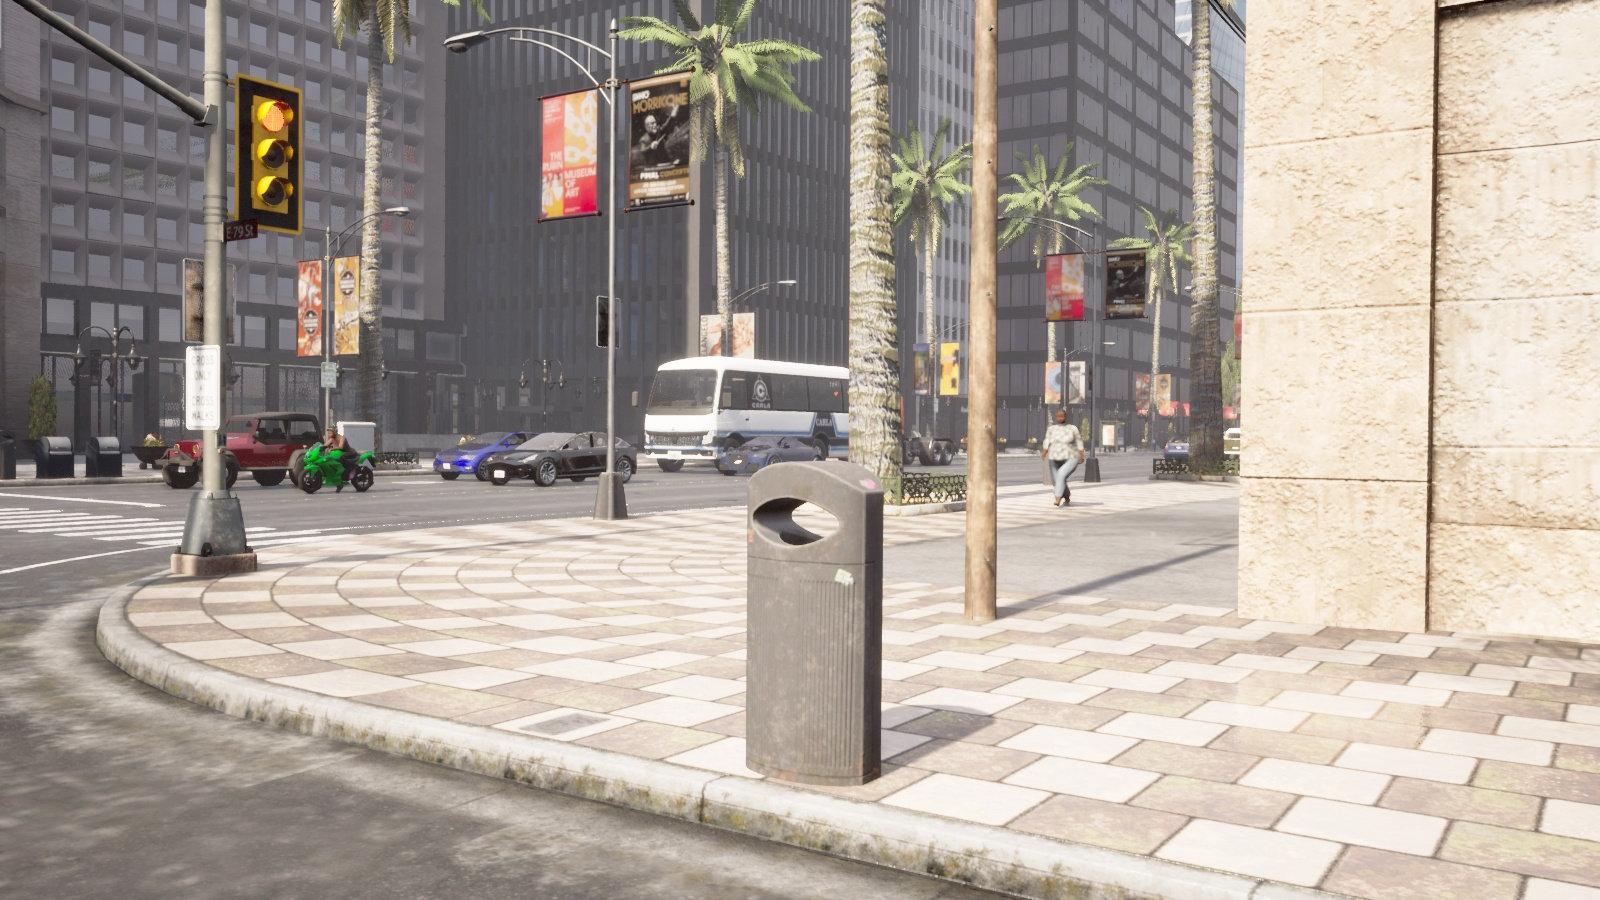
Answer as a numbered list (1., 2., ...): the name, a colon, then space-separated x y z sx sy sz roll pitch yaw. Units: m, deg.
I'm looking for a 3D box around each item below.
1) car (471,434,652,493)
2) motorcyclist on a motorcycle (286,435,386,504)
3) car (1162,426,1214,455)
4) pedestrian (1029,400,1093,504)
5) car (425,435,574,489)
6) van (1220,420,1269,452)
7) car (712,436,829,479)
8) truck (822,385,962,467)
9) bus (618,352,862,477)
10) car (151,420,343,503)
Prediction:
1. car: -6.506 0.315 34.783 2.163 1.488 4.792 0 1 33
2. motorcyclist on a motorcycle: -10.567 0.418 28.681 0.797 1.523 2.044 0 1 34
3. car: 22.347 -0.559 72.210 1.851 1.617 3.988 0 1 33
4. pedestrian: 4.777 0.031 22.963 0.874 1.855 0.900 0 1 32
5. car: -8.902 0.314 37.493 1.816 1.474 4.193 0 1 34
6. van: 29.423 -0.946 83.084 2.069 2.038 4.480 0 1 33
7. car: -0.953 0.215 43.117 1.994 1.385 4.181 0 1 33
8. truck: 4.364 -1.074 57.412 2.891 3.462 7.936 0 1 33
9. bus: -1.975 -1.281 47.871 3.944 4.253 10.273 0 1 34
10. car: -13.428 0.230 30.680 1.905 1.878 3.866 0 1 34
